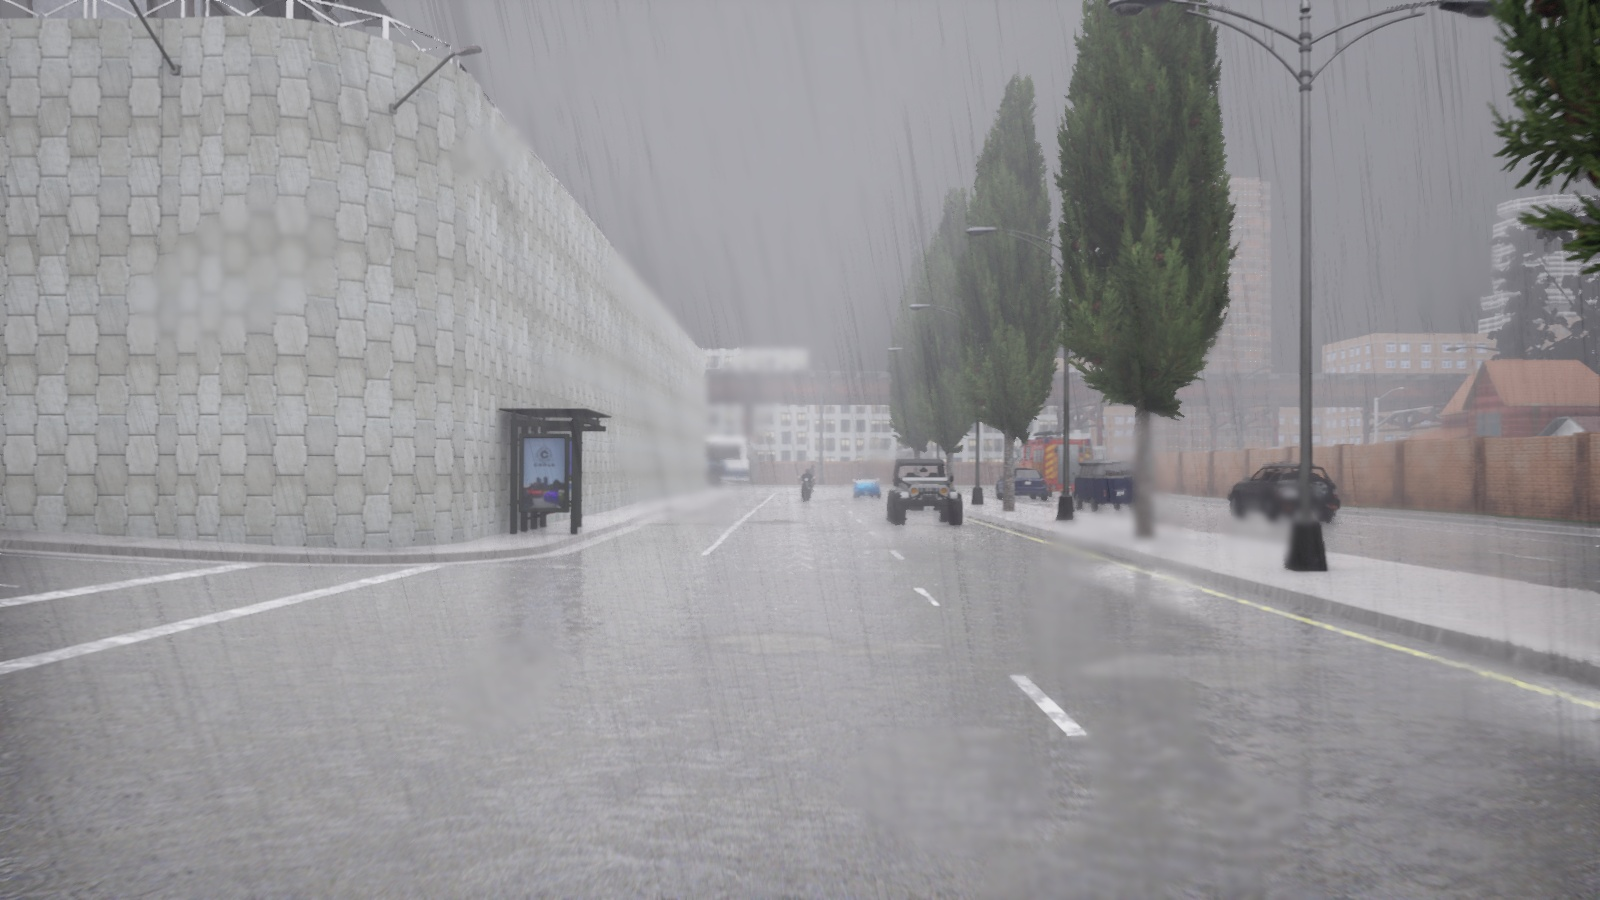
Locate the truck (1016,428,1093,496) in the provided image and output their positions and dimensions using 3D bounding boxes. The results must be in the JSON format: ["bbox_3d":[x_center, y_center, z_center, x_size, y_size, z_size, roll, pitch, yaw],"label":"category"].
[{"bbox_3d":[15.112,0.746,75.334,2.891,3.827,8.468,0,-1,0],"label":"truck"}]

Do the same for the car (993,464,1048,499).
[{"bbox_3d":[11.601,1.645,66.277,2.097,1.767,4.553,0,-1,0],"label":"car"}]

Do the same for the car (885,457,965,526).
[{"bbox_3d":[3.546,1.151,36.164,1.905,1.878,3.866,0,-1,0],"label":"car"}]

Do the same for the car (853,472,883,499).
[{"bbox_3d":[3.603,1.886,67.051,1.481,1.376,2.207,0,-1,0],"label":"car"}]

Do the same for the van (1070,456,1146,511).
[{"bbox_3d":[11.567,1.249,47.492,1.775,1.987,4.442,0,-1,0],"label":"van"}]

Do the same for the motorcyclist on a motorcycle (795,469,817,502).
[{"bbox_3d":[0.291,1.704,60.925,0.866,1.590,1.817,1,-1,5],"label":"motorcyclist on a motorcycle"}]

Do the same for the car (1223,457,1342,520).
[{"bbox_3d":[15.052,1.175,39.457,1.932,1.855,4.605,0,-1,0],"label":"car"}]
